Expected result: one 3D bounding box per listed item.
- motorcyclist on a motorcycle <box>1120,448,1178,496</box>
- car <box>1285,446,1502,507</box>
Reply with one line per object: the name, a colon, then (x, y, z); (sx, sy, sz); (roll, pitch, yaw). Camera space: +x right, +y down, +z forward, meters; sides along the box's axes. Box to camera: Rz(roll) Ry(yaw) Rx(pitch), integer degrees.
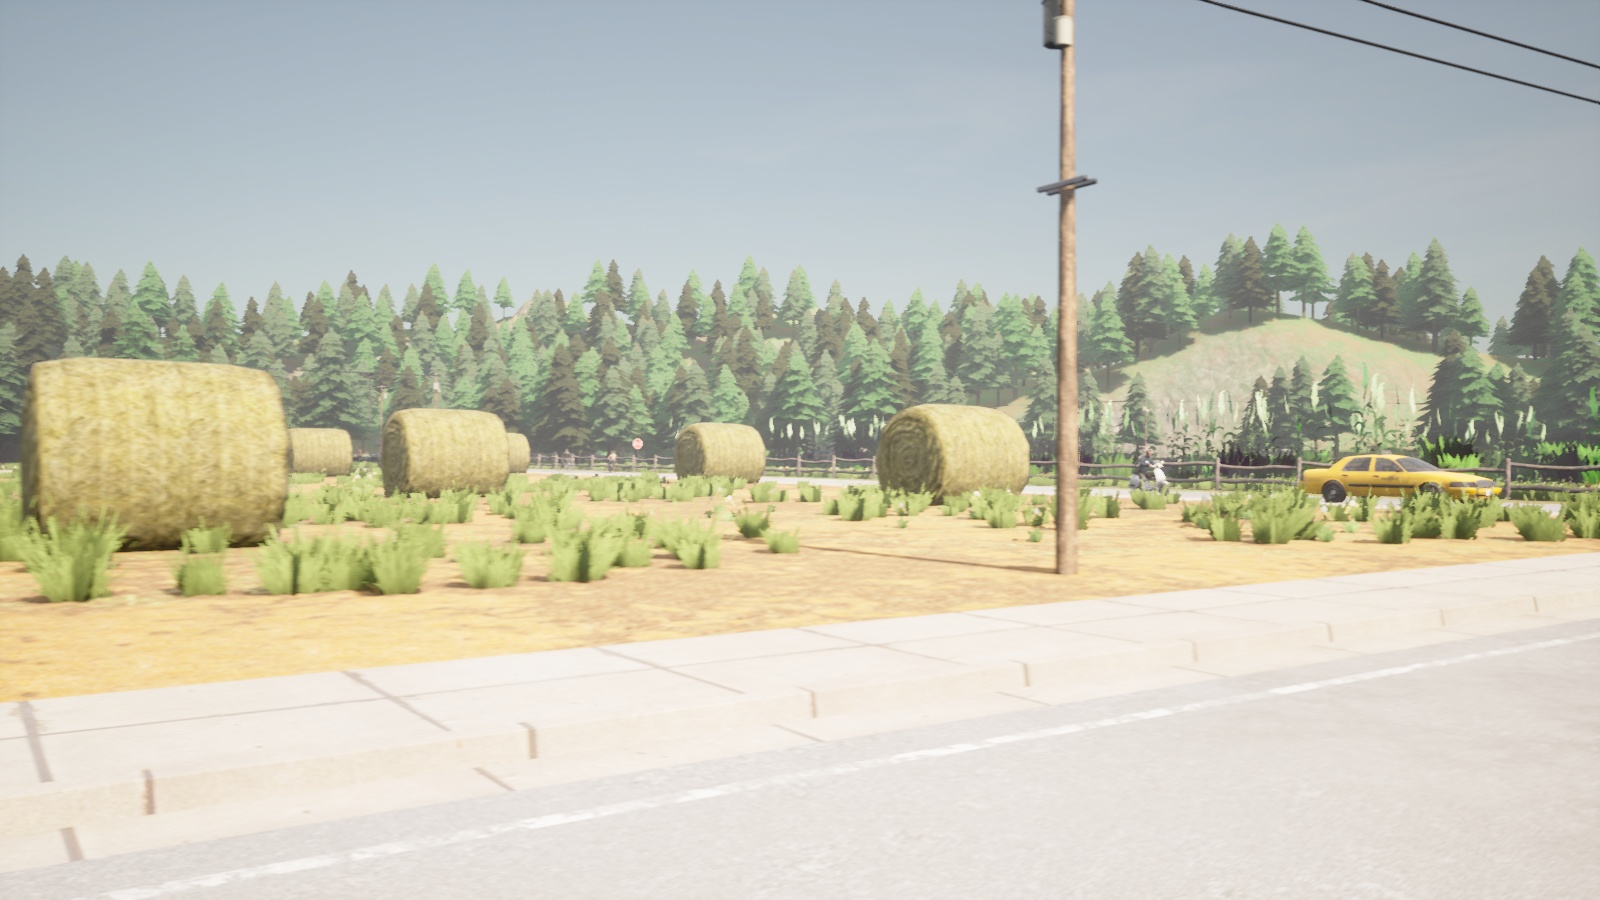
motorcyclist on a motorcycle: (11.860, 0.743, 42.717); (0.866, 1.590, 1.817); (0, 0, -32)
car: (16.502, 0.700, 35.242); (1.801, 1.575, 5.366); (0, 0, -32)
